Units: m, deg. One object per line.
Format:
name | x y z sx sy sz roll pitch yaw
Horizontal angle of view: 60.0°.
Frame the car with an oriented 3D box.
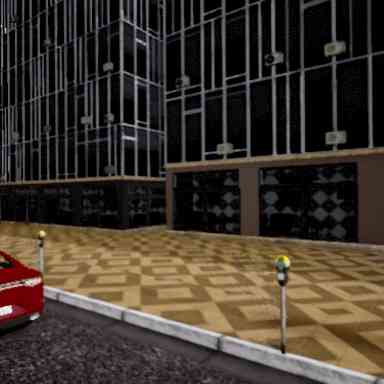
car | -4.545 1.613 6.117 4.507 1.381 1.887 -1 -1 35
